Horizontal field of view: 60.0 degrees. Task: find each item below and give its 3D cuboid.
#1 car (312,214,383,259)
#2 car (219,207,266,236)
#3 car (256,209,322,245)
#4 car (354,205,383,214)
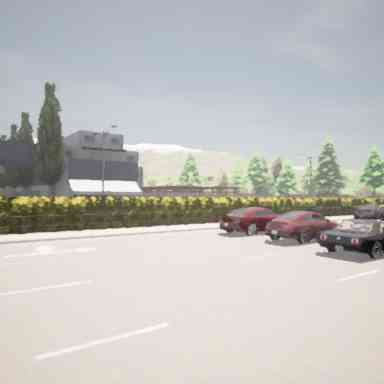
[{"bbox_3d":[7.120,1.750,13.229,4.718,1.301,1.895,1,0,-35],"label":"car"},{"bbox_3d":[3.870,1.637,19.498,5.008,1.535,1.882,0,0,-35],"label":"car"},{"bbox_3d":[5.628,1.681,16.454,4.674,1.442,1.812,0,0,-35],"label":"car"},{"bbox_3d":[15.485,1.811,27.785,4.902,1.511,2.128,1,0,-35],"label":"car"}]
